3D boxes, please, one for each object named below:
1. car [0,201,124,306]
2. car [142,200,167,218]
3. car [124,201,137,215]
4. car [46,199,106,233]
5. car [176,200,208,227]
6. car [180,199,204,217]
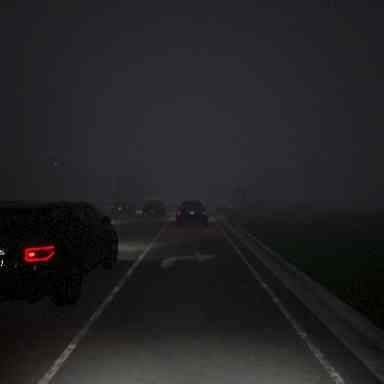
[{"bbox_3d":[-3.400,1.223,8.162,2.150,2.045,5.566,0,0,0],"label":"car"},{"bbox_3d":[-3.401,1.483,30.797,1.882,1.535,5.008,0,0,0],"label":"car"},{"bbox_3d":[-6.901,1.570,33.862,1.994,1.385,4.181,0,0,0],"label":"car"},{"bbox_3d":[-6.901,1.356,20.383,2.097,1.767,4.553,0,0,0],"label":"car"},{"bbox_3d":[-0.001,1.357,23.115,2.097,1.767,4.553,0,0,0],"label":"car"},{"bbox_3d":[-0.001,1.498,32.228,2.128,1.511,4.902,0,0,0],"label":"car"}]
